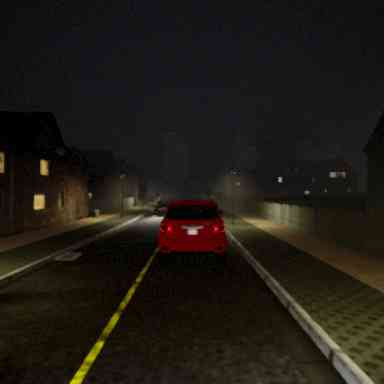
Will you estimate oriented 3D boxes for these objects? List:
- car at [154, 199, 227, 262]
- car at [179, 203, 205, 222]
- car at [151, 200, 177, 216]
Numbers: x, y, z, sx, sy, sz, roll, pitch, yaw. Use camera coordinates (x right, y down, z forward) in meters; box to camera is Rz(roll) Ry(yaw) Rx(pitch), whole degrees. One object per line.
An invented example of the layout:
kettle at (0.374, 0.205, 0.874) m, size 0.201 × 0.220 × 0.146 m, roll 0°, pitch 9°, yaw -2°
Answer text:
car at (0.036, 1.256, 12.412) m, size 2.150 × 2.045 × 5.566 m, roll 0°, pitch 0°, yaw 0°
car at (0.038, 1.639, 27.864) m, size 1.994 × 1.385 × 4.181 m, roll 0°, pitch 0°, yaw 1°
car at (-2.797, 1.586, 34.303) m, size 2.128 × 1.511 × 4.902 m, roll 0°, pitch 0°, yaw 1°
